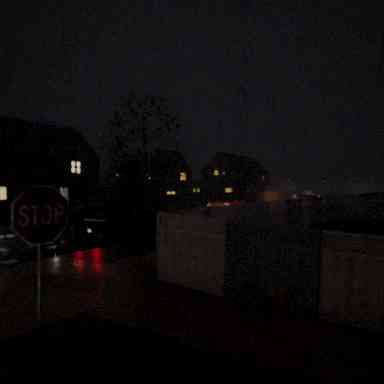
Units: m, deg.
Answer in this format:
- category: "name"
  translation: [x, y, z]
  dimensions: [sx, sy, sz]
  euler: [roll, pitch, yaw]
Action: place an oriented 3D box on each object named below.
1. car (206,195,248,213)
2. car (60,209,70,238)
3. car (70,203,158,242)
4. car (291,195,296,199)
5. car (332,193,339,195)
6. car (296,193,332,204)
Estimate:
- category: "car"
  translation: [3.105, 1.037, 28.746]
  dimensions: [2.097, 1.767, 4.553]
  euler: [0, 1, 35]
- category: "car"
  translation: [-5.294, 1.350, 16.975]
  dimensions: [1.837, 1.490, 4.892]
  euler: [0, 1, 37]
- category: "car"
  translation: [-2.781, 1.333, 15.538]
  dimensions: [2.128, 1.511, 4.902]
  euler: [0, 1, 35]
- category: "car"
  translation: [14.755, 1.011, 44.995]
  dimensions: [2.033, 1.411, 5.357]
  euler: [0, 1, 36]
- category: "car"
  translation: [20.492, 0.871, 48.316]
  dimensions: [1.882, 1.535, 5.008]
  euler: [0, 1, 35]
- category: "car"
  translation: [14.842, 1.051, 40.278]
  dimensions: [2.033, 1.411, 5.357]
  euler: [0, 1, 36]
